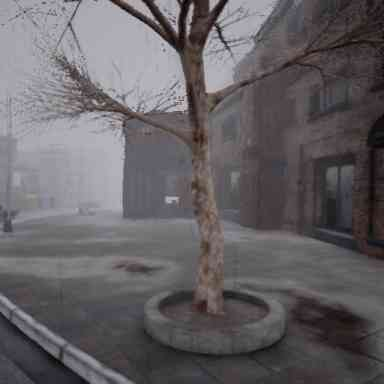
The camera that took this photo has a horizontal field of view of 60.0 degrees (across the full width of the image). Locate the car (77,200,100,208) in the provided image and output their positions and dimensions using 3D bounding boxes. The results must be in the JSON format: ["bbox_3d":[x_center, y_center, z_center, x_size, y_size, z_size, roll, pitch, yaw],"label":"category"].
[{"bbox_3d":[-17.321,1.984,55.965,2.033,1.411,5.357,1,-1,10],"label":"car"}]

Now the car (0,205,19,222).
[{"bbox_3d":[-16.169,1.719,27.711,1.895,1.301,4.718,1,-1,-8],"label":"car"}]
